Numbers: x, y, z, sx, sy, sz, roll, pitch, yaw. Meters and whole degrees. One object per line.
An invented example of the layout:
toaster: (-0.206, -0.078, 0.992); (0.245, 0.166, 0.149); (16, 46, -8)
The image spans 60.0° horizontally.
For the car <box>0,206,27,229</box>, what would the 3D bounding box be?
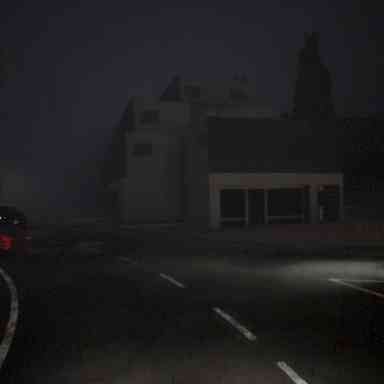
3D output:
car: (-12.440, 1.673, 21.637); (4.674, 1.442, 1.812); (-1, 0, 39)
